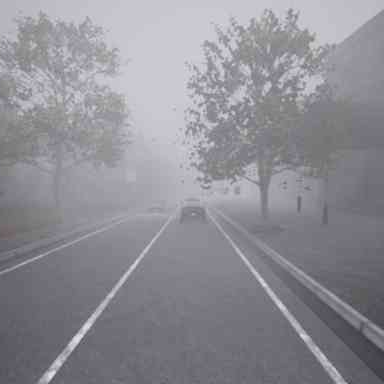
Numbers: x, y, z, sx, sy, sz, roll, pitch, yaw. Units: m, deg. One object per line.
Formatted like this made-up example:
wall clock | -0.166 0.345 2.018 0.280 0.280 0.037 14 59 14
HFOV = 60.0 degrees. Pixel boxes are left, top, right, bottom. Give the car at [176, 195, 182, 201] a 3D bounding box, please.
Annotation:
car | -2.496 1.294 76.382 2.033 1.411 5.357 1 1 5

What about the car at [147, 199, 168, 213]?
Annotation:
car | -3.608 1.486 35.868 2.033 1.411 5.357 0 0 0

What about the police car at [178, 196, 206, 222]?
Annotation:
police car | 0.089 1.380 26.037 1.930 1.638 5.238 0 0 0
